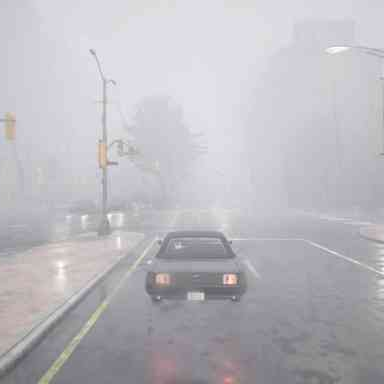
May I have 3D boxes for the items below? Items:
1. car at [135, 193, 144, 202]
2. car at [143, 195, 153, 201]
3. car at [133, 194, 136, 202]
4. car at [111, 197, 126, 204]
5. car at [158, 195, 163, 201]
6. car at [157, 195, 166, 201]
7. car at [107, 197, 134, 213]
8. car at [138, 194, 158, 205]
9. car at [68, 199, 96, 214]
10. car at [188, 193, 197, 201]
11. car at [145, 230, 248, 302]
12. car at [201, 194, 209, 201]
[{"bbox_3d":[-11.449,1.225,71.915,2.150,2.045,5.566,0,0,0],"label":"car"},{"bbox_3d":[-11.439,1.548,86.387,1.994,1.385,4.181,0,0,0],"label":"car"},{"bbox_3d":[-11.539,1.525,57.905,1.812,1.442,4.674,0,0,0],"label":"car"},{"bbox_3d":[-14.702,1.595,66.897,1.895,1.301,4.718,0,0,0],"label":"car"},{"bbox_3d":[-7.949,1.552,72.345,1.994,1.385,4.181,0,0,0],"label":"car"},{"bbox_3d":[-7.938,1.532,87.218,2.033,1.411,5.357,0,0,0],"label":"car"},{"bbox_3d":[-8.075,1.564,36.621,1.994,1.385,4.181,0,0,0],"label":"car"},{"bbox_3d":[-8.026,1.547,61.046,2.033,1.411,5.357,0,0,0],"label":"car"},{"bbox_3d":[-11.576,1.505,35.330,1.837,1.490,4.892,0,0,0],"label":"car"},{"bbox_3d":[0.061,1.218,86.531,2.150,2.045,5.566,0,0,0],"label":"car"},{"bbox_3d":[0.080,1.601,8.233,1.895,1.301,4.718,0,0,0],"label":"car"},{"bbox_3d":[3.561,1.519,86.915,2.128,1.511,4.902,0,0,0],"label":"car"}]
